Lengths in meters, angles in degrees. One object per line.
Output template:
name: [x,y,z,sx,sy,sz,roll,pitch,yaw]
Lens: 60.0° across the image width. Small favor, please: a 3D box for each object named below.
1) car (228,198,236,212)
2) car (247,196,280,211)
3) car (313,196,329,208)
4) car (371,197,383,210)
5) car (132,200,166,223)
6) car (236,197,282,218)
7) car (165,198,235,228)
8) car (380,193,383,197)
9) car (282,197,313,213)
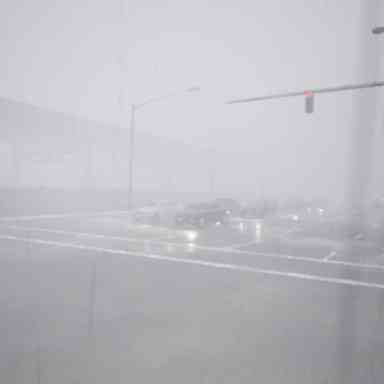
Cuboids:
car: [2.945,1.312,30.755,1.837,1.490,4.892,2,1,35]
car: [8.362,1.292,38.561,1.882,1.535,5.008,2,1,34]
car: [17.305,1.386,45.274,1.837,1.490,4.892,2,1,35]
car: [24.691,1.672,43.380,1.895,1.301,4.718,2,1,35]
car: [-2.156,1.293,23.391,1.812,1.442,4.674,2,1,35]
car: [5.931,1.429,28.928,1.812,1.442,4.674,2,1,35]
car: [0.662,1.366,21.318,1.837,1.490,4.892,2,1,34]
car: [30.552,1.250,51.821,2.150,2.045,5.566,2,1,35]
car: [11.521,1.513,36.990,1.895,1.301,4.718,2,1,35]
